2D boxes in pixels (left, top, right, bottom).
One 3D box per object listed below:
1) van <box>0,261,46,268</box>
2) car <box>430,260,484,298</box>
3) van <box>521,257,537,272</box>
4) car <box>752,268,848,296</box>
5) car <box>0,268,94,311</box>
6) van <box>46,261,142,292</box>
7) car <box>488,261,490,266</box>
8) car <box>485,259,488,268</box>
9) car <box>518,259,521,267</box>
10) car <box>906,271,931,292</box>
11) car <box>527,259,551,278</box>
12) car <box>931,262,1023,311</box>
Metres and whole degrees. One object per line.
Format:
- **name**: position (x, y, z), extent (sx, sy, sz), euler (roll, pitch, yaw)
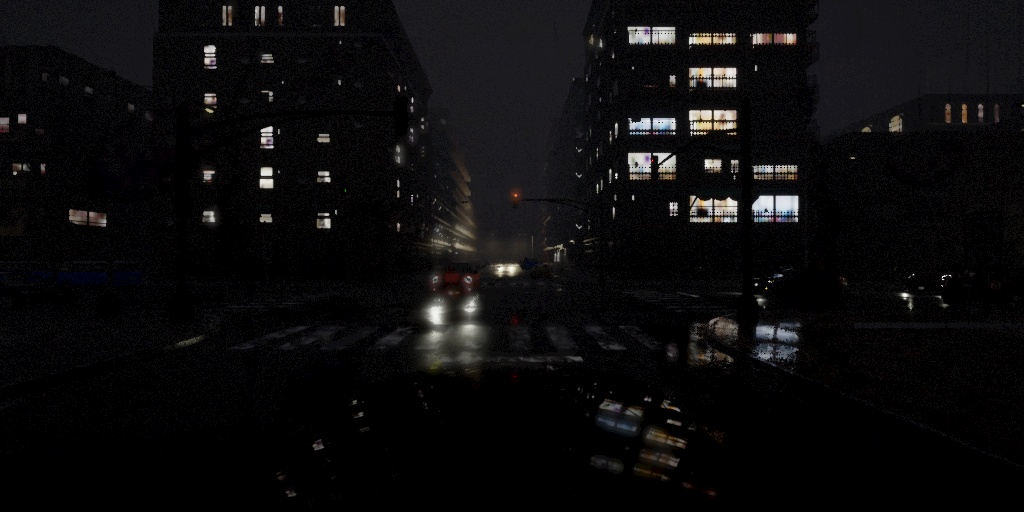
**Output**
- **van**: position (-30.447, 1.200, 21.674), extent (3.998, 1.789, 1.690), euler (0, 0, 1)
- **car**: position (-2.788, 1.105, 18.566), extent (2.097, 1.767, 4.553), euler (0, 0, 0)
- **van**: position (2.495, 1.116, 47.400), extent (1.690, 1.789, 3.998), euler (0, 0, 0)
- **car**: position (14.689, 1.303, 18.617), extent (4.181, 1.385, 1.994), euler (0, -1, 1)
- **car**: position (-19.364, 1.289, 13.646), extent (4.403, 1.370, 2.007), euler (0, 0, 1)
- **van**: position (-24.852, 1.189, 21.600), extent (3.998, 1.789, 1.690), euler (0, 0, 1)
- **car**: position (-5.456, 1.377, 64.293), extent (1.802, 1.307, 4.207), euler (0, 0, 0)
- **car**: position (-5.443, 1.314, 58.465), extent (1.751, 1.417, 4.829), euler (0, 0, 0)
- **car**: position (2.450, 1.096, 53.054), extent (2.192, 1.841, 5.009), euler (0, 0, 0)
- **car**: position (23.387, 1.073, 18.503), extent (4.553, 1.767, 2.097), euler (0, -1, 1)
- **car**: position (2.624, 1.287, 33.567), extent (1.751, 1.417, 4.829), euler (0, 0, 0)
- **car**: position (18.663, 1.102, 13.140), extent (4.097, 1.591, 1.967), euler (0, 0, 1)
